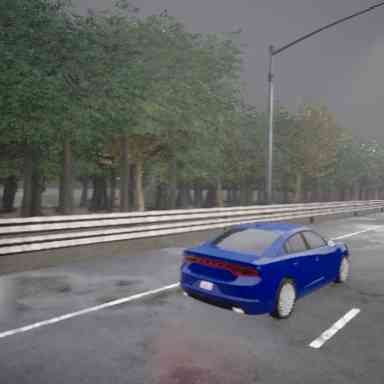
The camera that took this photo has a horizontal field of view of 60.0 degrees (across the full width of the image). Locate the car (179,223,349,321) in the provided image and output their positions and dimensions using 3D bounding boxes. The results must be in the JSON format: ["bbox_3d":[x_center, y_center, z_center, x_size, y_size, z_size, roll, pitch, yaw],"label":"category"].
[{"bbox_3d":[1.898,1.421,7.382,1.882,1.535,5.008,2,1,42],"label":"car"}]
